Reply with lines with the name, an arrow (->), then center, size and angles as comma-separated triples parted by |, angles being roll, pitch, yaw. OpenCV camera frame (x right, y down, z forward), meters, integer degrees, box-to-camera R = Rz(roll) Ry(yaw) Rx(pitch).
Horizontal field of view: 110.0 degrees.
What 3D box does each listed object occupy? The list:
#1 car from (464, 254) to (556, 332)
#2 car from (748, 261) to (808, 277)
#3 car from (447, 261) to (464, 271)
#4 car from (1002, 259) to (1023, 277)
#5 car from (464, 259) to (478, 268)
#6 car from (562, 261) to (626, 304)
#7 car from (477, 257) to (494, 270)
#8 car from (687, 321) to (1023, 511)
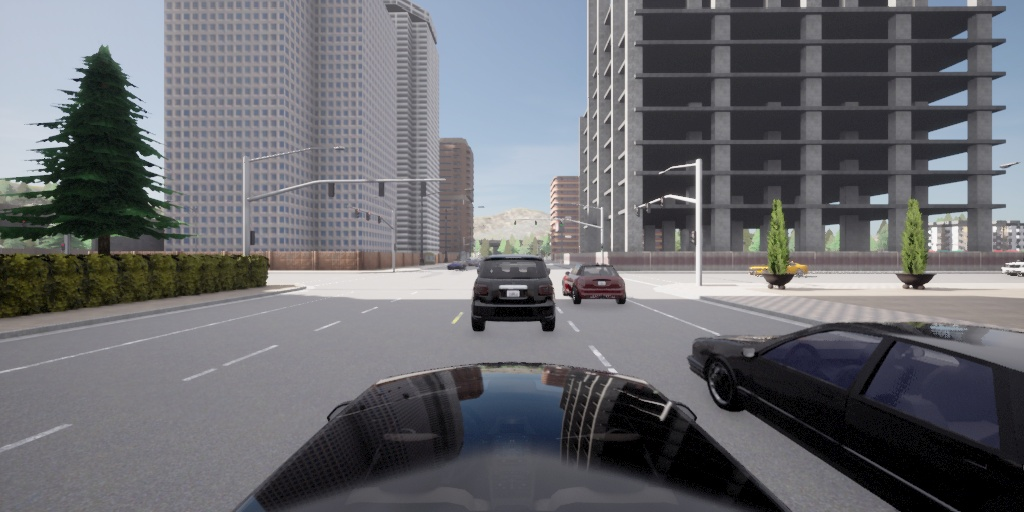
car -> 0.049, 0.971, 11.055 | 2.150, 2.045, 5.566 | 0, 0, 0
car -> 25.357, 1.227, 34.269 | 5.008, 1.535, 1.882 | 0, 0, 0
car -> -7.380, 1.351, 48.053 | 1.895, 1.301, 4.718 | 0, 0, 3
car -> 50.447, 0.973, 34.045 | 5.566, 2.045, 2.150 | 0, 0, 1
car -> -7.040, 1.314, 62.058 | 1.994, 1.385, 4.181 | 0, 0, 1
car -> 3.564, 1.102, 16.346 | 2.097, 1.767, 4.553 | 0, 0, 0
car -> -3.770, 1.102, 52.487 | 2.097, 1.767, 4.553 | 0, 0, 1
car -> 3.600, 1.296, 3.022 | 2.033, 1.411, 5.357 | 0, 0, 0
